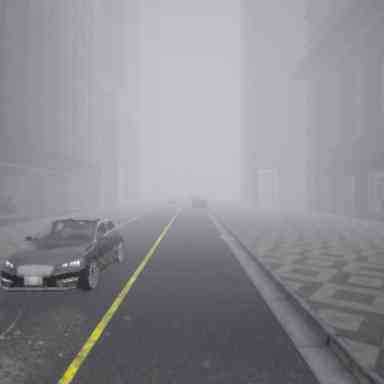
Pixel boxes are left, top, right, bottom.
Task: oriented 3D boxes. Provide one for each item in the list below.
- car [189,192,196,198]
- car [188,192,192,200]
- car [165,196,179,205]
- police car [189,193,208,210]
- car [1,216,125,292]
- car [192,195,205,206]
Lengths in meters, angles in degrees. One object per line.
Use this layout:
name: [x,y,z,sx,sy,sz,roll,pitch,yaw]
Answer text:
car: [0.015,0.789,91.881,1.882,1.535,5.008,0,0,0]
car: [0.012,0.984,75.352,1.812,1.442,4.674,0,0,0]
car: [-3.058,1.284,51.856,2.033,1.411,5.357,0,0,0]
police car: [0.907,1.231,40.396,1.930,1.638,5.238,0,0,0]
car: [-3.098,1.454,8.945,2.128,1.511,4.902,0,0,0]
car: [0.909,1.273,50.288,1.812,1.442,4.674,0,0,0]
